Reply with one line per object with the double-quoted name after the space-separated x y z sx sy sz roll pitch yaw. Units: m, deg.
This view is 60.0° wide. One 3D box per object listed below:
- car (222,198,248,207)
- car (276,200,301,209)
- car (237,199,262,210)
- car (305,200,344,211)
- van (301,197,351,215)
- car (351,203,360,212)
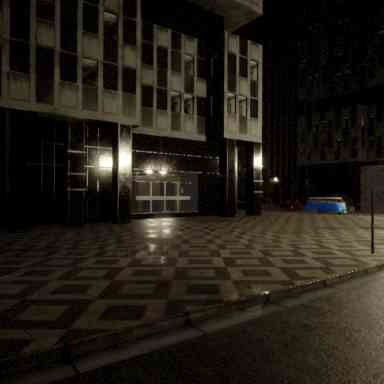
7.422 1.840 57.643 1.752 1.417 4.829 0 0 -36 "car"
14.093 1.819 48.315 1.802 1.307 4.206 0 0 -36 "car"
7.163 1.707 43.350 1.887 1.381 4.507 0 0 -36 "car"
17.378 1.749 43.720 2.008 1.369 4.403 0 0 -36 "car"
13.734 1.425 34.161 1.690 1.788 3.998 0 0 -36 "van"
20.664 1.725 39.125 1.947 1.339 4.313 0 0 -36 "car"
